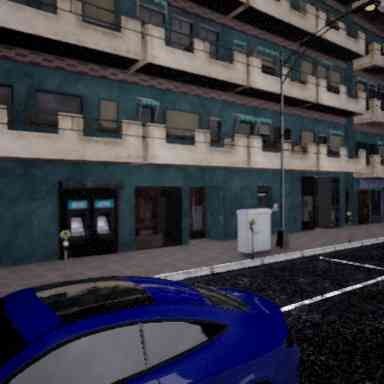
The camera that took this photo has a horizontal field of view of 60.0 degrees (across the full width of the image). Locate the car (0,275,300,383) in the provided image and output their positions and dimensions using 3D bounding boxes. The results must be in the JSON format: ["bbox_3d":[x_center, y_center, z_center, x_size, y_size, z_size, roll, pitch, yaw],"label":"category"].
[{"bbox_3d":[-1.075,1.525,2.611,4.674,1.442,1.812,0,0,-35],"label":"car"}]
